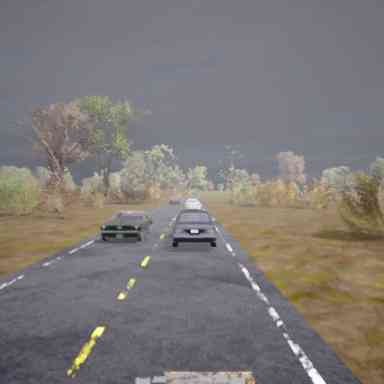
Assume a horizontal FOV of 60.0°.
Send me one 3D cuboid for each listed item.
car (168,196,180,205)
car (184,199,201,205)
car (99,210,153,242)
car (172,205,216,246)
[{"bbox_3d":[-3.048,1.443,58.228,1.882,1.535,5.008,0,0,0],"label":"car"},{"bbox_3d":[0.092,1.504,38.313,1.812,1.442,4.674,0,0,0],"label":"car"},{"bbox_3d":[-3.100,1.591,16.479,1.895,1.301,4.718,0,0,0],"label":"car"},{"bbox_3d":[0.094,1.539,15.151,2.033,1.411,5.357,0,0,0],"label":"car"}]
